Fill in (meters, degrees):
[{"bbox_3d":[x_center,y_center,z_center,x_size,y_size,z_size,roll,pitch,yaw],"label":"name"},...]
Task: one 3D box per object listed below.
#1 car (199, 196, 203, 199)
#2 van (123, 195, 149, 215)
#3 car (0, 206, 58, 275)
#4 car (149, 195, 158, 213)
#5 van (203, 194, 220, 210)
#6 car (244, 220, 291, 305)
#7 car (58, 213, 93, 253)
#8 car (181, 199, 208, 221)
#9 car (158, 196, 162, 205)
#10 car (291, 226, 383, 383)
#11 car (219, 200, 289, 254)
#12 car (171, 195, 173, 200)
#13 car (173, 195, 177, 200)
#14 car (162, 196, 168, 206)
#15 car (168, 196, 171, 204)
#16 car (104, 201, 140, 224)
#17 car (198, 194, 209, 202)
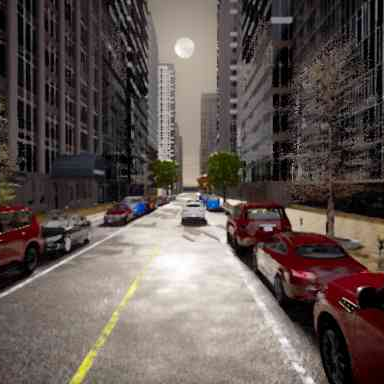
[{"bbox_3d":[0.122,1.546,43.016,1.994,1.385,4.181,0,0,0],"label":"car"},{"bbox_3d":[-5.313,1.327,30.362,1.690,1.788,3.998,-1,0,0],"label":"van"},{"bbox_3d":[-5.324,1.310,7.768,2.192,1.841,5.009,-1,0,0],"label":"car"},{"bbox_3d":[-5.311,1.299,36.011,2.192,1.841,5.009,-1,0,0],"label":"car"},{"bbox_3d":[2.573,1.324,41.686,1.690,1.788,3.998,-1,0,0],"label":"van"},{"bbox_3d":[2.527,1.577,7.794,1.802,1.307,4.206,-1,0,0],"label":"car"},{"bbox_3d":[-5.318,1.543,13.417,2.008,1.369,4.403,-1,0,0],"label":"car"},{"bbox_3d":[0.115,1.513,26.576,1.812,1.442,4.674,0,0,0],"label":"car"},{"bbox_3d":[-5.305,1.527,41.660,1.887,1.381,4.507,-1,0,0],"label":"car"},{"bbox_3d":[2.520,1.314,2.145,2.192,1.841,5.009,-1,0,0],"label":"car"},{"bbox_3d":[2.526,1.308,13.443,2.192,1.841,5.009,-1,0,0],"label":"car"},{"bbox_3d":[-5.295,1.419,64.254,1.967,1.590,4.097,-1,0,0],"label":"car"},{"bbox_3d":[-5.280,1.530,92.497,2.008,1.369,4.403,-1,0,0],"label":"car"},{"bbox_3d":[-5.299,1.562,52.957,1.802,1.307,4.206,-1,0,0],"label":"car"},{"bbox_3d":[-5.299,1.524,58.607,1.887,1.381,4.507,-1,0,0],"label":"car"},{"bbox_3d":[-5.312,1.570,24.714,1.802,1.307,4.206,-1,0,0],"label":"car"},{"bbox_3d":[2.588,1.294,75.579,2.192,1.841,5.009,-1,0,0],"label":"car"}]
